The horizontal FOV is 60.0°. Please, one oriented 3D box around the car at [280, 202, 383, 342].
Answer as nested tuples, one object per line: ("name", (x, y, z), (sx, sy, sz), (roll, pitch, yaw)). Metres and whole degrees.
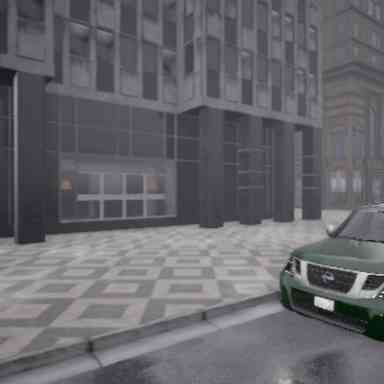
("car", (4.117, 1.226, 6.317), (5.566, 2.045, 2.150), (0, 0, -36))
